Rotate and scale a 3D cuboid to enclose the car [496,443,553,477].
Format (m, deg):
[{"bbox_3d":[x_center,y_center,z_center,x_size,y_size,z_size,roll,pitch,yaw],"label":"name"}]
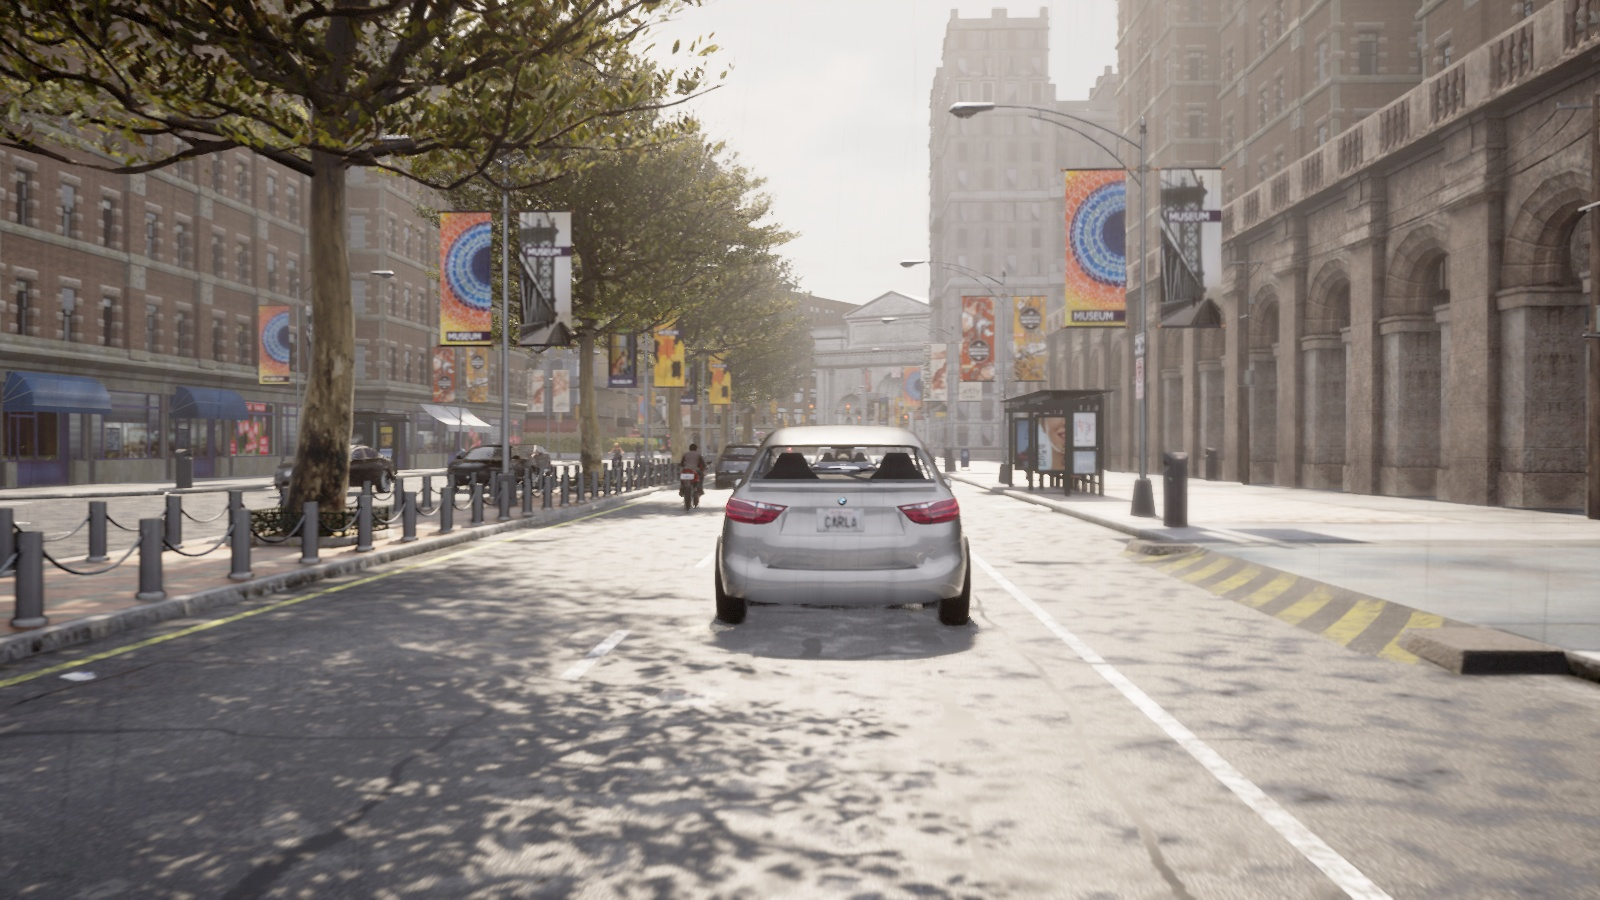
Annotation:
[{"bbox_3d":[-12.988,0.469,59.359,1.789,1.549,3.705,0,0,2],"label":"car"}]

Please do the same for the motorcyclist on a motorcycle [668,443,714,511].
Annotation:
[{"bbox_3d":[-2.523,0.606,29.284,0.797,1.523,2.044,0,0,2],"label":"motorcyclist on a motorcycle"}]

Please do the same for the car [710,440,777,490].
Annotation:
[{"bbox_3d":[-1.967,0.492,45.175,2.033,1.649,4.856,0,1,2],"label":"car"}]

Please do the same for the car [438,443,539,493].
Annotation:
[{"bbox_3d":[-10.096,0.545,41.116,1.882,1.535,5.008,0,0,3],"label":"car"}]

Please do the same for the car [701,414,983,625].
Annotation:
[{"bbox_3d":[0.409,0.541,12.307,2.242,1.667,4.611,0,0,2],"label":"car"}]

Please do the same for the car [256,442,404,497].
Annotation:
[{"bbox_3d":[-13.947,0.534,37.605,2.128,1.511,4.902,0,0,7],"label":"car"}]
